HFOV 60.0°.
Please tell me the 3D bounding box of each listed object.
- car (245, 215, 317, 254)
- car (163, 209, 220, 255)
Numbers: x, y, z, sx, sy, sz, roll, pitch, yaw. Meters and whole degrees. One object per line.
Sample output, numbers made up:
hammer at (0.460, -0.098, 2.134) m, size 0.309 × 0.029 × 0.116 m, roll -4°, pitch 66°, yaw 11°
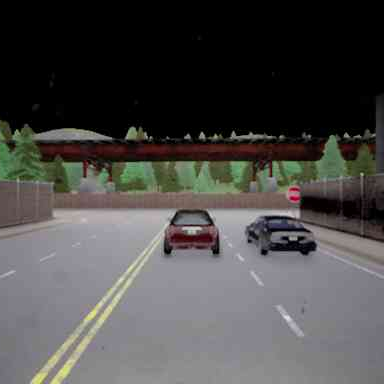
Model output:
car at (3.493, 1.680, 13.996) m, size 2.033 × 1.411 × 5.357 m, roll 0°, pitch -1°, yaw 0°
car at (-0.005, 1.484, 14.090) m, size 2.097 × 1.767 × 4.553 m, roll 0°, pitch -1°, yaw 0°
